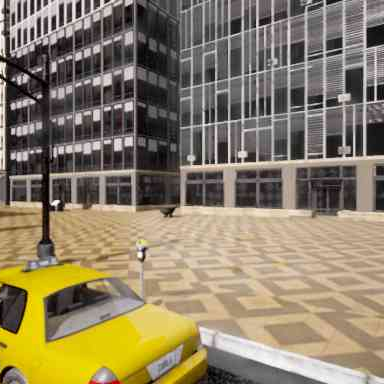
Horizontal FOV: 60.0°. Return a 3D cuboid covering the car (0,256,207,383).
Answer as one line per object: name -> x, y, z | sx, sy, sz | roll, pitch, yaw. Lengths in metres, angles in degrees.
car -> -2.116, 1.539, 4.399 | 4.829, 1.417, 1.752 | 0, 0, 36
